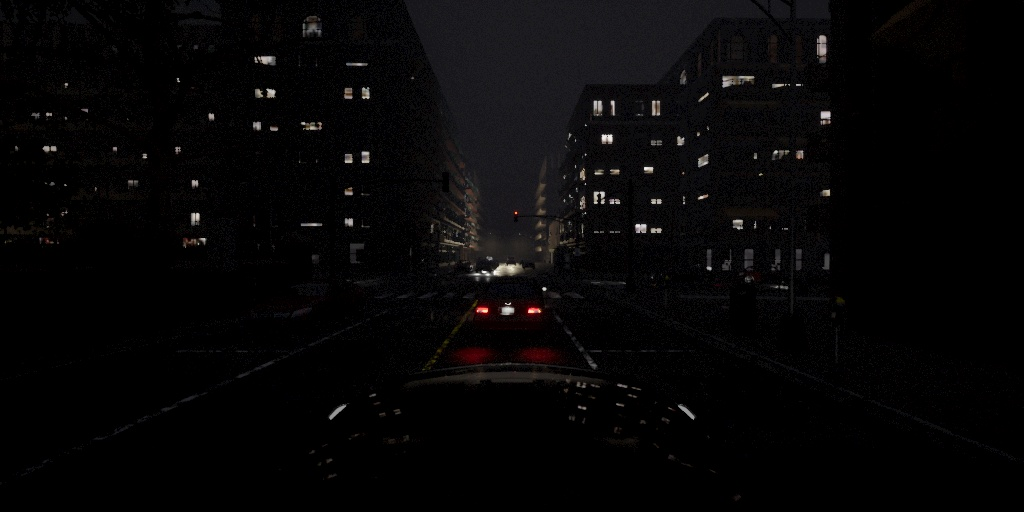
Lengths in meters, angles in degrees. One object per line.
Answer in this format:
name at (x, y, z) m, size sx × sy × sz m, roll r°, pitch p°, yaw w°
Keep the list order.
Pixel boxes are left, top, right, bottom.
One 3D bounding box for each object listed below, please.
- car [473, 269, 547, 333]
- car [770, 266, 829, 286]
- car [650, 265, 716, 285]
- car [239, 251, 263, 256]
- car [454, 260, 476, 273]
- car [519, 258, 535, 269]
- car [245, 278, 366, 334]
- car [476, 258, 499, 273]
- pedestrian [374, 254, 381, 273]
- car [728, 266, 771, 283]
car at (0.056, 1.297, 10.759) m, size 2.033 × 1.411 × 5.357 m, roll 0°, pitch 0°, yaw 3°
car at (24.491, 1.749, 28.950) m, size 5.357 × 1.411 × 2.033 m, roll 1°, pitch 0°, yaw -1°
car at (13.700, 1.502, 28.790) m, size 4.902 × 1.511 × 2.128 m, roll 1°, pitch 0°, yaw -1°
car at (-17.597, 0.694, 25.126) m, size 5.566 × 2.045 × 2.150 m, roll 1°, pitch 0°, yaw -1°
car at (-5.794, 1.188, 42.958) m, size 1.967 × 1.591 × 4.097 m, roll 0°, pitch 0°, yaw 0°
car at (2.556, 1.299, 54.252) m, size 2.007 × 1.370 × 4.403 m, roll 0°, pitch 0°, yaw 0°
car at (-5.710, 1.331, 10.547) m, size 1.802 × 1.307 × 4.207 m, roll 0°, pitch 0°, yaw 0°
car at (-3.175, 1.296, 43.235) m, size 2.033 × 1.411 × 5.357 m, roll 0°, pitch 0°, yaw 4°
pedestrian at (-12.794, 0.652, 33.932) m, size 0.375 × 1.860 × 0.375 m, roll 0°, pitch -1°, yaw -1°
car at (21.305, 1.571, 31.465) m, size 4.097 × 1.591 × 1.967 m, roll 0°, pitch 0°, yaw -1°
